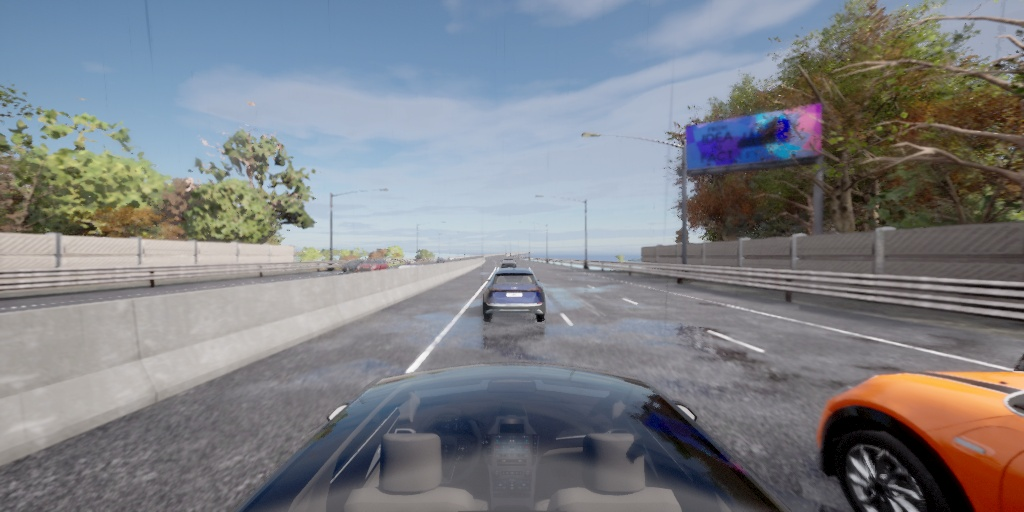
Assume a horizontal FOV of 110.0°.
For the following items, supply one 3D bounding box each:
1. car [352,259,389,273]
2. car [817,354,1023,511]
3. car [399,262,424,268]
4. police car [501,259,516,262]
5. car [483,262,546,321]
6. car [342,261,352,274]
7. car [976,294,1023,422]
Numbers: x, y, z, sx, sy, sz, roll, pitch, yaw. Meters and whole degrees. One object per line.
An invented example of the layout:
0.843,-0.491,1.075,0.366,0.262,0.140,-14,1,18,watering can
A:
-14.475,1.092,37.484,2.097,1.767,4.553,0,0,-1,car
3.589,1.103,1.090,2.097,1.767,4.553,0,0,0,car
-11.026,1.337,39.859,1.895,1.301,4.718,0,0,-1,car
-0.421,1.156,43.814,1.930,1.638,5.238,0,0,-1,police car
0.055,1.179,12.529,2.033,1.649,4.856,0,0,0,car
-18.065,1.242,41.822,1.837,1.490,4.892,0,0,-1,car
7.093,1.253,2.327,1.837,1.490,4.892,0,0,0,car
